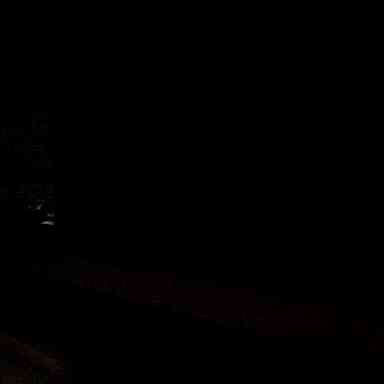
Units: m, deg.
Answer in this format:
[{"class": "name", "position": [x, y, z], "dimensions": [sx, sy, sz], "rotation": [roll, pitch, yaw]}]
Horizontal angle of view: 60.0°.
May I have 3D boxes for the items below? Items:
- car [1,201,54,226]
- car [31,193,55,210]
[{"class": "car", "position": [-11.960, 1.500, 20.912], "dimensions": [2.033, 1.411, 5.357], "rotation": [0, 0, 41]}, {"class": "car", "position": [-14.546, 1.152, 35.278], "dimensions": [2.150, 2.045, 5.566], "rotation": [0, 0, 33]}]
